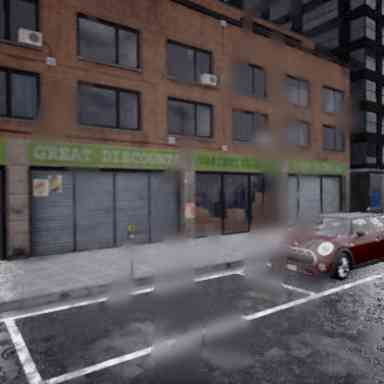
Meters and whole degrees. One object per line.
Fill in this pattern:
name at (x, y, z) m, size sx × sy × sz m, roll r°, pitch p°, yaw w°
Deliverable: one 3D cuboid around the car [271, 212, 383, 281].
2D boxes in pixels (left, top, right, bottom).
car at (4.126, 1.343, 9.490) m, size 4.097 × 1.590 × 1.967 m, roll -1°, pitch 0°, yaw -36°
